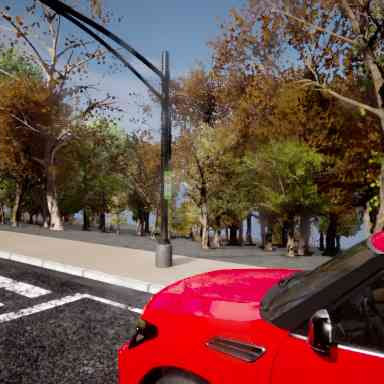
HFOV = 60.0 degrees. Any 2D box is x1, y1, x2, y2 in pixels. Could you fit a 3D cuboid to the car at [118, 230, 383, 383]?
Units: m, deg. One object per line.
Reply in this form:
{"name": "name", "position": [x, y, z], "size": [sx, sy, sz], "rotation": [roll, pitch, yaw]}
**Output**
{"name": "car", "position": [2.005, 1.222, 2.283], "size": [5.566, 2.045, 2.150], "rotation": [0, 0, 34]}
